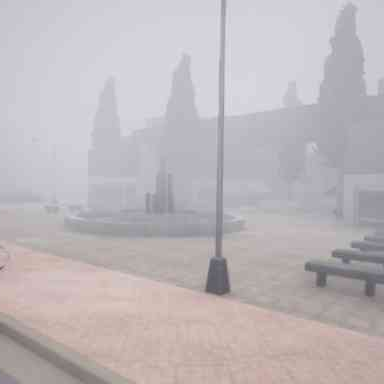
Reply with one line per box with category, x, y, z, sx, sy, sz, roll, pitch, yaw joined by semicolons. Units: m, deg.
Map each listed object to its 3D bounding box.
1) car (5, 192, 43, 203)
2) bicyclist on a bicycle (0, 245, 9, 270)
car;-22.034;0.737;43.879;2.033;1.411;5.357;1;0;11
bicyclist on a bicycle;-5.017;1.140;7.565;0.582;1.620;1.656;2;1;37
